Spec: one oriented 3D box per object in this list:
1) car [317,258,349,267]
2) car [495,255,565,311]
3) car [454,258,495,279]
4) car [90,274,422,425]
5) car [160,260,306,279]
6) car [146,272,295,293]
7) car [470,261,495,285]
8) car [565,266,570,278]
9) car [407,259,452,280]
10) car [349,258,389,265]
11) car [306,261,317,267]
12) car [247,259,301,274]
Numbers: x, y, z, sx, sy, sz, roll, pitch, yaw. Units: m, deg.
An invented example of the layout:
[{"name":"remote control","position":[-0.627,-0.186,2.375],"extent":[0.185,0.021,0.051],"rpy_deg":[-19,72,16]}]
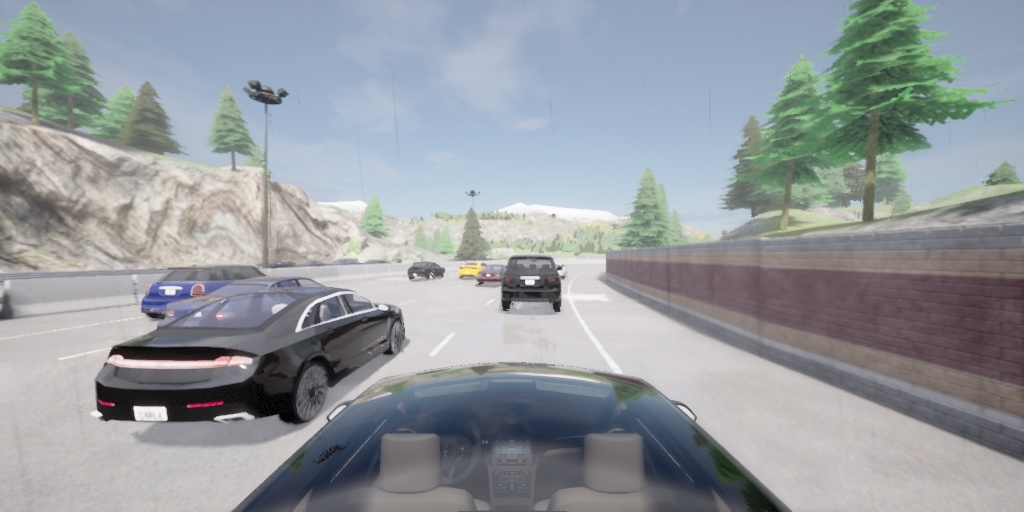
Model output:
[{"name":"car","position":[-19.259,1.036,40.794],"extent":[2.097,1.767,4.553],"rpy_deg":[0,0,15]},{"name":"car","position":[0.873,0.969,14.599],"extent":[2.150,2.045,5.566],"rpy_deg":[0,0,6]},{"name":"car","position":[-3.183,1.209,32.285],"extent":[1.882,1.535,5.008],"rpy_deg":[0,0,13]},{"name":"car","position":[-3.238,1.232,5.715],"extent":[2.128,1.511,4.902],"rpy_deg":[0,0,2]},{"name":"car","position":[-9.821,1.072,12.592],"extent":[2.097,1.767,4.553],"rpy_deg":[0,0,4]},{"name":"car","position":[-6.543,1.277,10.111],"extent":[2.033,1.411,5.357],"rpy_deg":[0,0,4]},{"name":"car","position":[-1.063,1.287,25.625],"extent":[2.033,1.411,5.357],"rpy_deg":[0,0,11]},{"name":"car","position":[3.937,1.277,32.011],"extent":[1.812,1.442,4.674],"rpy_deg":[0,0,13]},{"name":"car","position":[-7.146,1.226,30.585],"extent":[1.837,1.490,4.892],"rpy_deg":[0,0,12]},{"name":"car","position":[-15.717,1.200,40.571],"extent":[1.837,1.490,4.892],"rpy_deg":[0,0,15]},{"name":"car","position":[-22.939,1.223,40.798],"extent":[2.033,1.411,5.357],"rpy_deg":[0,0,14]},{"name":"car","position":[-26.607,1.157,40.372],"extent":[2.128,1.511,4.902],"rpy_deg":[0,0,14]}]
